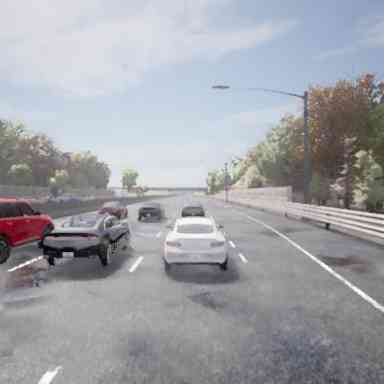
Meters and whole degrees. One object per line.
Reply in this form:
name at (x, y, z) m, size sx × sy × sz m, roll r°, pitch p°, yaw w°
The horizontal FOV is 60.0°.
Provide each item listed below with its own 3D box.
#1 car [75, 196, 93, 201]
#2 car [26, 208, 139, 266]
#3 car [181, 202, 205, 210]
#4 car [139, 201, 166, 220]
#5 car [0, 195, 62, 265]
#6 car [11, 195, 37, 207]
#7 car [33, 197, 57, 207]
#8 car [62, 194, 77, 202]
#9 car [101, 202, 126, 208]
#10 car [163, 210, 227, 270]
car at (-17.548, 1.661, 55.929) m, size 1.812 × 1.442 × 4.674 m, roll 0°, pitch 0°, yaw 1°
car at (-3.401, 1.512, 11.562) m, size 2.128 × 1.511 × 4.902 m, roll 0°, pitch 0°, yaw 0°
car at (0.098, 1.549, 28.334) m, size 2.128 × 1.511 × 4.902 m, roll 0°, pitch 0°, yaw 0°
car at (-3.402, 1.562, 28.411) m, size 1.837 × 1.490 × 4.892 m, roll 0°, pitch 0°, yaw 0°
car at (-6.901, 1.242, 11.786) m, size 2.150 × 2.045 × 5.566 m, roll 0°, pitch 0°, yaw 0°
car at (-28.039, 1.486, 55.663) m, size 2.097 × 1.767 × 4.553 m, roll 0°, pitch 0°, yaw 1°
car at (-24.545, 1.638, 55.724) m, size 1.837 × 1.490 × 4.892 m, roll 0°, pitch 0°, yaw 1°
car at (-21.043, 1.358, 56.165) m, size 2.150 × 2.045 × 5.566 m, roll 0°, pitch 0°, yaw 1°
car at (-6.903, 1.585, 29.385) m, size 1.812 × 1.442 × 4.674 m, roll 0°, pitch 0°, yaw 0°
car at (0.098, 1.545, 11.016) m, size 1.812 × 1.442 × 4.674 m, roll 0°, pitch 0°, yaw 0°
